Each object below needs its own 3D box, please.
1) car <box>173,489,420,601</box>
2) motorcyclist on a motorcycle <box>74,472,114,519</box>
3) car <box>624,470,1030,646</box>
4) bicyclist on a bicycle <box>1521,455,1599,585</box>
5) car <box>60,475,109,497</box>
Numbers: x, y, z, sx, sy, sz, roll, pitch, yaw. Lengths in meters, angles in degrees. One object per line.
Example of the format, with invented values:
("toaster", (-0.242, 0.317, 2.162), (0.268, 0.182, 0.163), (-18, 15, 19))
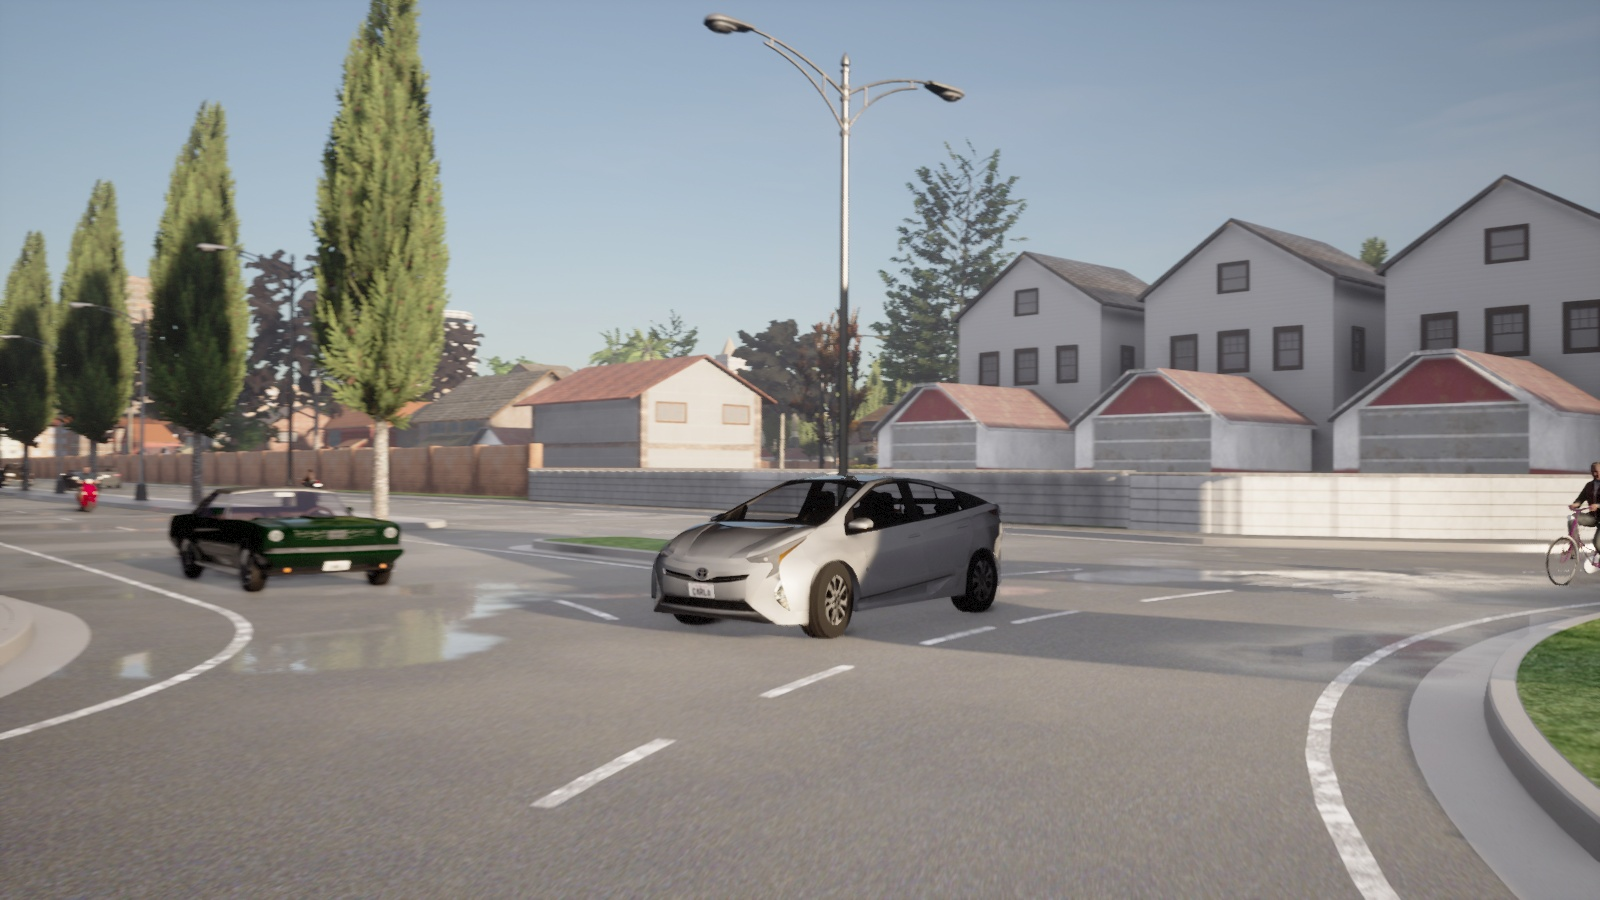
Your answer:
("car", (-7.205, 1.227, 17.673), (1.895, 1.301, 4.718), (1, -1, -39))
("motorcyclist on a motorcycle", (-24.332, 1.545, 43.265), (0.866, 1.590, 1.817), (1, -1, -40))
("car", (0.474, 0.984, 13.338), (2.007, 1.525, 4.514), (-1, -1, 38))
("bicyclist on a bicycle", (11.185, 0.961, 17.847), (1.843, 1.776, 0.659), (1, 0, -24))
("car", (-46.456, 2.344, 81.525), (1.994, 1.385, 4.181), (1, -1, -40))
